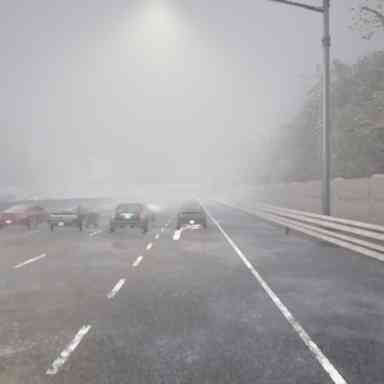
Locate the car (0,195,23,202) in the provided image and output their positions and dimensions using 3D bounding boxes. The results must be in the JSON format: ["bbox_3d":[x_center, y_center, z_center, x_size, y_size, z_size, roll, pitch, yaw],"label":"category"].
[{"bbox_3d":[-24.562,1.547,47.669,2.033,1.411,5.357,0,0,1],"label":"car"}]

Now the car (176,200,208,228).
[{"bbox_3d":[-0.009,1.490,21.892,1.837,1.490,4.892,0,0,0],"label":"car"}]

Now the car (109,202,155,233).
[{"bbox_3d":[-3.409,1.338,19.746,2.097,1.767,4.553,0,0,0],"label":"car"}]

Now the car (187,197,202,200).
[{"bbox_3d":[-0.014,1.512,40.547,1.812,1.442,4.674,0,0,0],"label":"car"}]

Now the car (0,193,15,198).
[{"bbox_3d":[-28.055,1.221,49.198,2.150,2.045,5.566,0,0,1],"label":"car"}]

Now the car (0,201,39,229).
[{"bbox_3d":[-10.408,1.513,21.174,1.812,1.442,4.674,0,0,0],"label":"car"}]

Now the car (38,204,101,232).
[{"bbox_3d":[-6.903,1.479,19.957,2.128,1.511,4.902,0,0,0],"label":"car"}]

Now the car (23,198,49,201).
[{"bbox_3d":[-21.080,1.523,46.375,1.812,1.442,4.674,0,0,0],"label":"car"}]
